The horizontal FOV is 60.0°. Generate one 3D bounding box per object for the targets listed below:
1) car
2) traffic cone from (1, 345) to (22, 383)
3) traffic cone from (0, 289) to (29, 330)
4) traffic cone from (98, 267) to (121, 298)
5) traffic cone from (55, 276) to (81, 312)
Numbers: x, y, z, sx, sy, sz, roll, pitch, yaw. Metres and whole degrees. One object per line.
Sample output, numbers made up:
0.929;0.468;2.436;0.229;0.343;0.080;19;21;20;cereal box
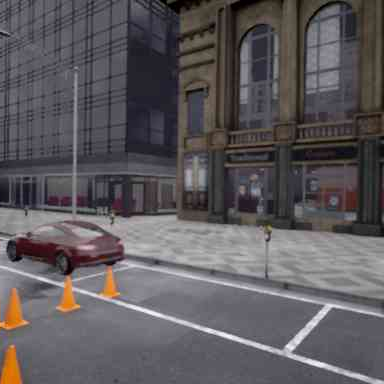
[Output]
-3.818;1.491;9.894;4.206;1.307;1.802;1;1;36;car
-1.910;1.918;3.515;0.340;0.580;0.340;1;0;36;traffic cone
-2.939;1.895;5.500;0.340;0.580;0.340;1;0;36;traffic cone
-1.762;1.904;7.117;0.340;0.580;0.340;1;0;36;traffic cone
-2.350;1.900;6.308;0.340;0.580;0.340;1;0;36;traffic cone
